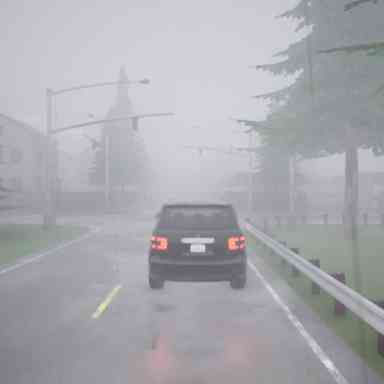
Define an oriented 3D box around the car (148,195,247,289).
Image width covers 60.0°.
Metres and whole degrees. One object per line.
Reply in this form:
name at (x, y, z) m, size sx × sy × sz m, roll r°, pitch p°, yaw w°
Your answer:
car at (0.130, 1.180, 9.177) m, size 2.150 × 2.045 × 5.566 m, roll 0°, pitch 0°, yaw 0°
